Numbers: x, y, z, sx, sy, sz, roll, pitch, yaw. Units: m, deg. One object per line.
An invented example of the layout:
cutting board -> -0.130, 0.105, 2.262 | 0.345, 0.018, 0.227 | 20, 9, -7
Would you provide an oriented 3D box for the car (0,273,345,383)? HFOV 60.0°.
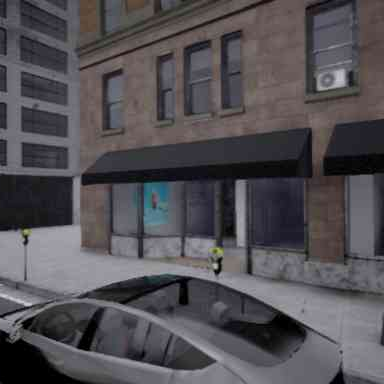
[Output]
car -> -0.675, 1.598, 3.559 | 4.313, 1.339, 1.947 | -1, 0, 35
